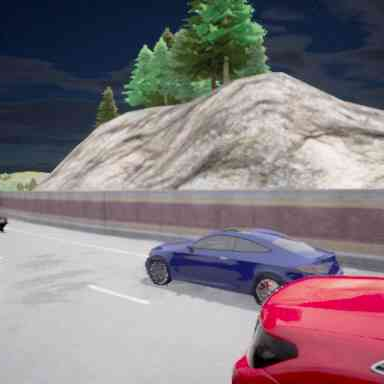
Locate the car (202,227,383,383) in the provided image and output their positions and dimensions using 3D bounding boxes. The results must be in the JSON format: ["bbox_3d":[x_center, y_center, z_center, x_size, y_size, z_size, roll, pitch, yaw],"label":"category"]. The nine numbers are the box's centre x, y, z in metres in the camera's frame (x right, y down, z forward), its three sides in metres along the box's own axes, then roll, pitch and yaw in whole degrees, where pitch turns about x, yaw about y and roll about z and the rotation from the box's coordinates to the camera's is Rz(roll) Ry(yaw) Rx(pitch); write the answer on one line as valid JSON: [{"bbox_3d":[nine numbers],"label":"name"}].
[{"bbox_3d":[2.988,1.232,1.916,5.566,2.045,2.150,0,0,35],"label":"car"}]

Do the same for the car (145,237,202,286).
[{"bbox_3d":[0.974,1.551,7.775,4.674,1.442,1.812,0,0,37],"label":"car"}]

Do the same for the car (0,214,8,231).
[{"bbox_3d":[-12.671,1.652,19.826,1.895,1.301,4.718,0,0,-45],"label":"car"}]
